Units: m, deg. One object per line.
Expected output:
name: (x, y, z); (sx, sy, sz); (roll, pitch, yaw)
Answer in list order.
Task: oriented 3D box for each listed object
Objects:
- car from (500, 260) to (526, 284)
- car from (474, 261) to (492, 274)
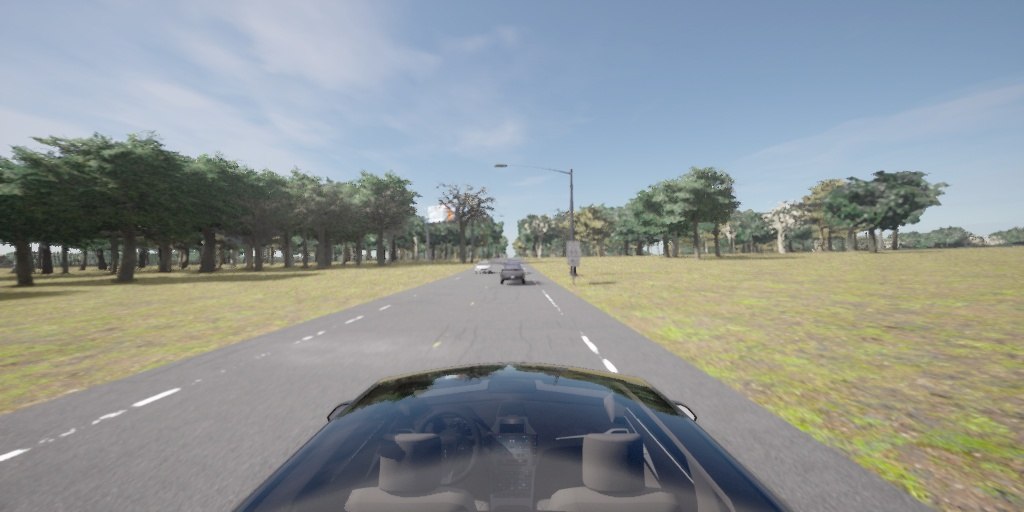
car: (0.066, 1.318, 27.840); (2.128, 1.511, 4.902); (-1, 0, 1)
car: (-3.407, 1.385, 43.363); (1.812, 1.442, 4.674); (-1, 0, 0)
